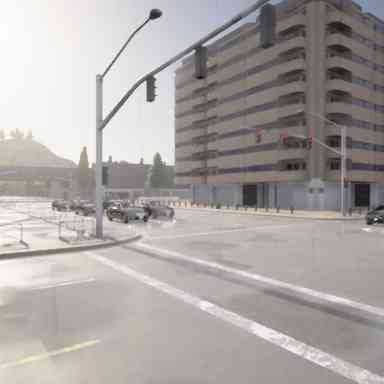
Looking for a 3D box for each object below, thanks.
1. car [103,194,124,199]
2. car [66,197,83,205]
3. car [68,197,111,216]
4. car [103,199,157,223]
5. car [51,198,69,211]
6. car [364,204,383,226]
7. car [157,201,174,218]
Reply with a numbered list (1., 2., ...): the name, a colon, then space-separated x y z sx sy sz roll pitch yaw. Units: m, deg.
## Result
1. car: -9.096 1.271 37.551 2.150 2.045 5.566 0 0 -35
2. car: -21.991 1.611 62.165 1.994 1.385 4.181 0 0 -35
3. car: -10.309 1.543 33.209 2.128 1.511 4.902 0 0 -35
4. car: -5.063 1.543 25.796 2.128 1.511 4.902 0 0 -35
5. car: -16.115 1.542 41.424 2.128 1.511 4.902 0 0 -35
6. car: 13.606 1.522 22.560 4.892 1.490 1.837 0 0 -36
7. car: -3.395 1.541 29.499 2.128 1.511 4.902 0 0 -35
